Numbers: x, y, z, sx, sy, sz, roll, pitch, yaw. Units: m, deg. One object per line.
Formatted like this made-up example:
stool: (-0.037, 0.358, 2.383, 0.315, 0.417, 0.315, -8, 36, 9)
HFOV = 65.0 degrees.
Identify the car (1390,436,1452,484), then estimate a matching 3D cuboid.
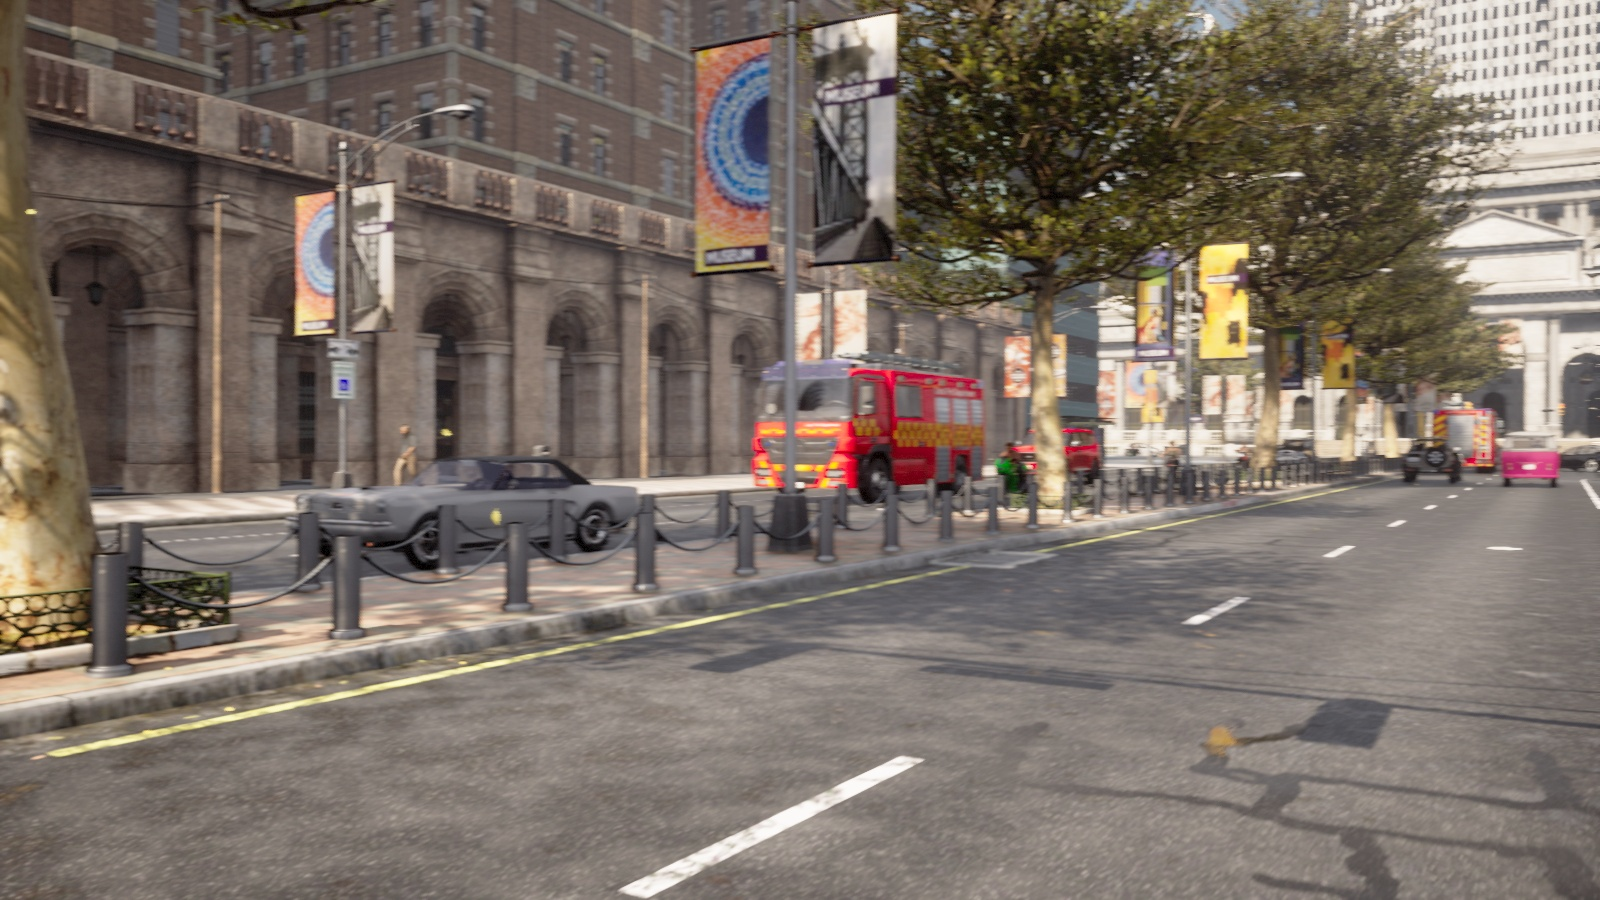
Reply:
car: (25.360, 0.386, 51.202, 1.932, 1.855, 4.605, 0, 0, 31)

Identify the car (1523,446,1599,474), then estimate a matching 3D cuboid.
car: (43.255, 0.544, 70.307, 2.163, 1.488, 4.792, 0, 0, -11)

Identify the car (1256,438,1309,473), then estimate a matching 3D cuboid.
car: (26.404, 0.289, 68.629, 1.932, 1.855, 4.605, 0, 0, 31)

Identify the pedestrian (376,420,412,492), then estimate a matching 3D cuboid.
pedestrian: (-10.609, 0.159, 32.809, 0.540, 1.848, 0.694, 0, 0, 31)

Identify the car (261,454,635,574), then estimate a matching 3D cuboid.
car: (-4.420, 0.728, 16.580, 1.895, 1.301, 4.718, 0, 0, 32)

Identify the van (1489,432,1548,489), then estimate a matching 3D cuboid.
van: (26.227, 0.358, 45.805, 1.775, 1.987, 4.442, 0, 0, 31)

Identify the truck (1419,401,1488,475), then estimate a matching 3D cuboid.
truck: (36.237, -0.649, 69.507, 2.891, 3.827, 8.468, 0, 0, 31)

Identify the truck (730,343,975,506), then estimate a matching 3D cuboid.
truck: (1.694, -0.608, 33.855, 2.891, 3.827, 8.468, 0, 0, 31)

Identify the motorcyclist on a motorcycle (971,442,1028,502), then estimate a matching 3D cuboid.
motorcyclist on a motorcycle: (5.263, 0.560, 33.026, 0.797, 1.523, 2.044, 0, 0, 31)

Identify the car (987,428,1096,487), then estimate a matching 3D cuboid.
car: (8.951, 0.239, 46.090, 2.150, 2.045, 5.566, 0, 0, 31)
